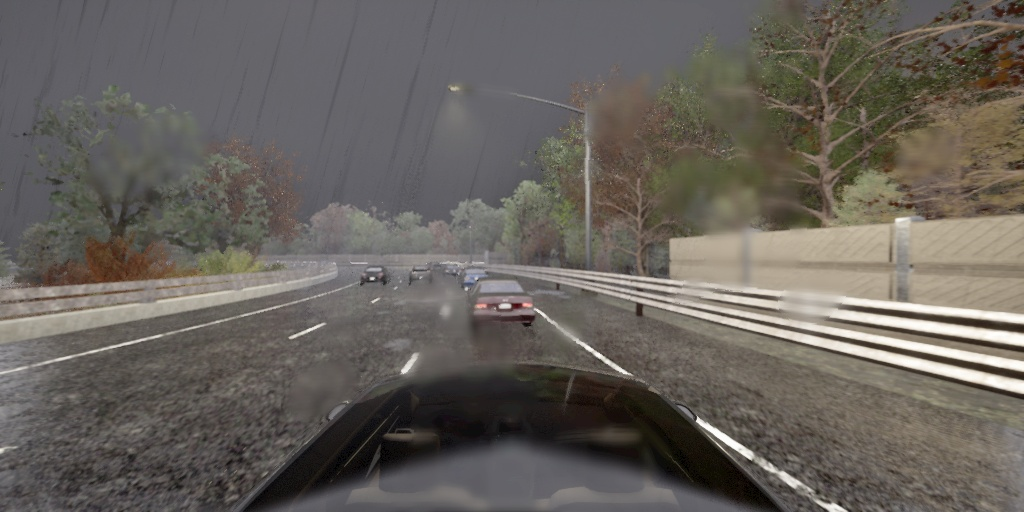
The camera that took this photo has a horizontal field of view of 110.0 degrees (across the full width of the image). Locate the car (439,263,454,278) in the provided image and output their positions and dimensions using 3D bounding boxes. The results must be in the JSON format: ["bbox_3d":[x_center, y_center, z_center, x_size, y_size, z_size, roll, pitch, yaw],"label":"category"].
[{"bbox_3d":[-6.642,1.597,38.473,2.033,1.411,5.357,0,0,-19],"label":"car"}]

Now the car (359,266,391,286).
[{"bbox_3d":[-10.696,1.496,28.191,1.812,1.442,4.674,0,0,-14],"label":"car"}]

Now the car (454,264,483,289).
[{"bbox_3d":[-2.726,1.486,25.044,2.033,1.411,5.357,0,0,-12],"label":"car"}]

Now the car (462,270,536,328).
[{"bbox_3d":[-0.514,1.379,11.850,2.033,1.411,5.357,0,0,-8],"label":"car"}]

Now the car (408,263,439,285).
[{"bbox_3d":[-7.311,1.466,29.029,2.128,1.511,4.902,0,0,-14],"label":"car"}]
